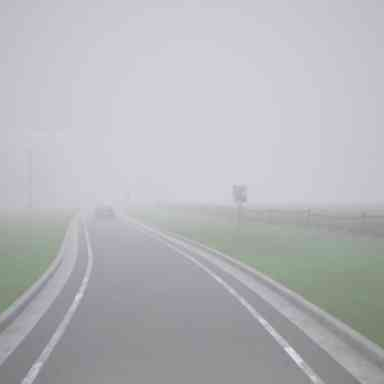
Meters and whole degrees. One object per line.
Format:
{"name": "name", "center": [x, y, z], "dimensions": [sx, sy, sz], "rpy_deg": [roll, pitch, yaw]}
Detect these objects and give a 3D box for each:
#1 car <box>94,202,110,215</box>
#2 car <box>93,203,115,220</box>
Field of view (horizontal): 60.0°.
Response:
{"name": "car", "center": [-11.956, 2.159, 44.029], "dimensions": [1.812, 1.442, 4.674], "rpy_deg": [0, -1, -17]}
{"name": "car", "center": [-8.978, 2.055, 34.187], "dimensions": [1.994, 1.385, 4.181], "rpy_deg": [0, -1, -17]}
